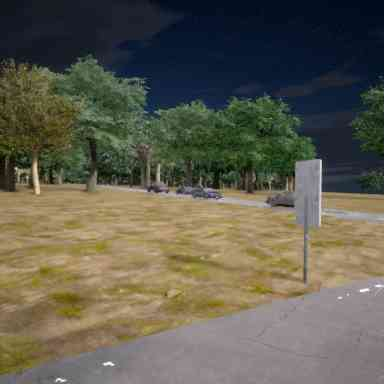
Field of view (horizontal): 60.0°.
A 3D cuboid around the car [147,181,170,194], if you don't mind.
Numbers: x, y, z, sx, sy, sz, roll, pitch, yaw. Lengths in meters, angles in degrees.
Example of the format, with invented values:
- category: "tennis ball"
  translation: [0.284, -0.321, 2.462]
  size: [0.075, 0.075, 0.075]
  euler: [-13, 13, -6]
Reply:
- category: "car"
  translation: [-5.642, -0.762, 54.734]
  size: [2.150, 2.045, 5.566]
  euler: [2, 2, -29]

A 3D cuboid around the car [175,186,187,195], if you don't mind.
- category: "car"
  translation: [-1.072, -0.233, 52.733]
  size: [1.994, 1.385, 4.181]
  euler: [2, 2, -28]

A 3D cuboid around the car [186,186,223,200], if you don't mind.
- category: "car"
  translation: [1.699, 0.174, 41.091]
  size: [2.033, 1.411, 5.357]
  euler: [2, 2, -29]

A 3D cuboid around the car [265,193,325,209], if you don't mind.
- category: "car"
  translation: [8.624, 0.790, 28.422]
  size: [2.033, 1.411, 5.357]
  euler: [2, 2, -29]
